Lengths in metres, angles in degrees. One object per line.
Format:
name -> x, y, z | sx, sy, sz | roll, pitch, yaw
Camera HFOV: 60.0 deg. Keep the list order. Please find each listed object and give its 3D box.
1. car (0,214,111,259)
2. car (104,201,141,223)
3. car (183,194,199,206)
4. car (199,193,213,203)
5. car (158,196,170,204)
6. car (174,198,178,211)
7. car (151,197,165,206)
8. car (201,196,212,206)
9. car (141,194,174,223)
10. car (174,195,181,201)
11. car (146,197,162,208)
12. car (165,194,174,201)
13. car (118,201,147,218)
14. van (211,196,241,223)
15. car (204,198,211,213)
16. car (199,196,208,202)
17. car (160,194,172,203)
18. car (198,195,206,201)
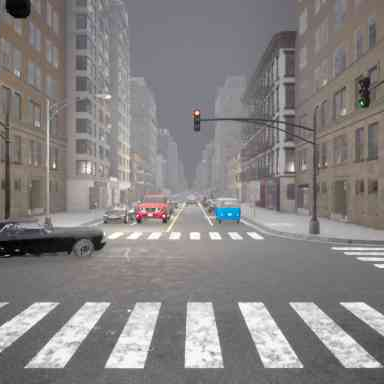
car -> -5.376, 1.577, 11.369 | 4.718, 1.301, 1.895 | 0, 0, -21
car -> -5.399, 1.550, 24.957 | 2.008, 1.369, 4.403 | 0, 0, 0
car -> -0.023, 1.538, 54.681 | 2.033, 1.411, 5.357 | 0, 0, 0
car -> 2.616, 1.306, 53.375 | 2.192, 1.841, 5.009 | 0, 0, 0
car -> -5.414, 1.549, 64.730 | 1.947, 1.339, 4.313 | 0, 0, 0
car -> -2.866, 1.600, 35.454 | 1.895, 1.301, 4.718 | 0, 0, 0
car -> -5.409, 1.557, 53.367 | 1.947, 1.339, 4.313 | 0, 0, 0
car -> 2.618, 1.577, 47.694 | 1.802, 1.307, 4.206 | 0, 0, 0
car -> -2.858, 1.221, 25.637 | 2.150, 2.045, 5.566 | 0, 0, 0
car -> -2.854, 1.501, 45.514 | 1.837, 1.490, 4.892 | 0, 0, 0
car -> -5.407, 1.520, 47.515 | 1.752, 1.417, 4.829 | 0, 0, 0
car -> -5.421, 1.411, 81.775 | 1.967, 1.590, 4.097 | 0, 0, 0
car -> -5.401, 1.544, 30.638 | 1.887, 1.381, 4.507 | 0, 0, 0
van -> 2.626, 1.340, 24.969 | 1.690, 1.788, 3.998 | 0, 0, 0
car -> 2.622, 1.581, 36.331 | 1.802, 1.307, 4.206 | 0, 0, 0
car -> 2.607, 1.526, 76.100 | 2.008, 1.369, 4.403 | 0, 0, 0
car -> -5.416, 1.294, 70.411 | 2.192, 1.841, 5.009 | 0, 0, 0
car -> 2.602, 1.533, 87.463 | 1.947, 1.339, 4.313 | 0, 0, 0
